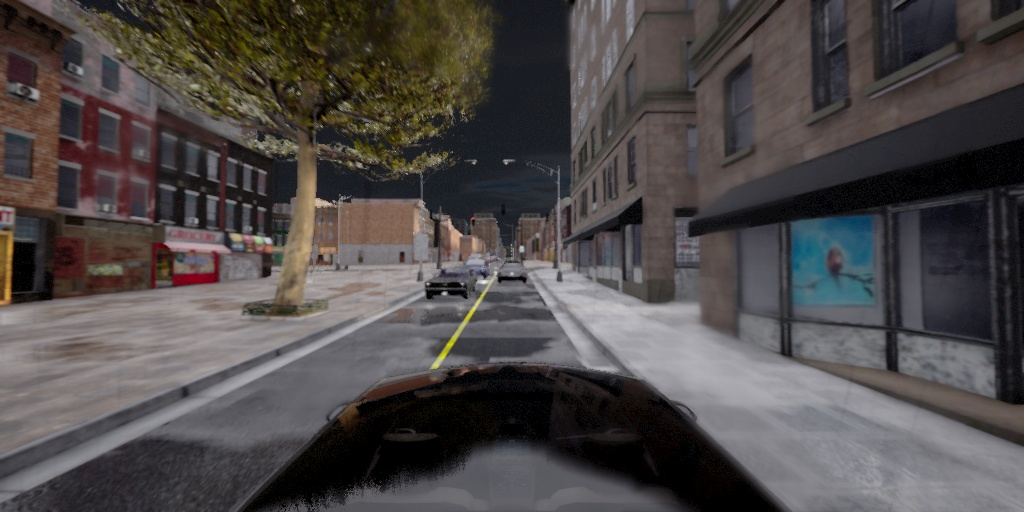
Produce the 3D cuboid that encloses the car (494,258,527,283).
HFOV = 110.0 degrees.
[{"bbox_3d":[0.034,1.034,24.651,1.994,1.385,4.181,0,1,1],"label":"car"}]

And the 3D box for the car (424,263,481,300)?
[{"bbox_3d":[-2.768,1.219,17.053,1.895,1.301,4.718,0,1,0],"label":"car"}]

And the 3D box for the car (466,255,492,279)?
[{"bbox_3d":[-2.780,0.914,27.992,1.812,1.442,4.674,0,1,0],"label":"car"}]
